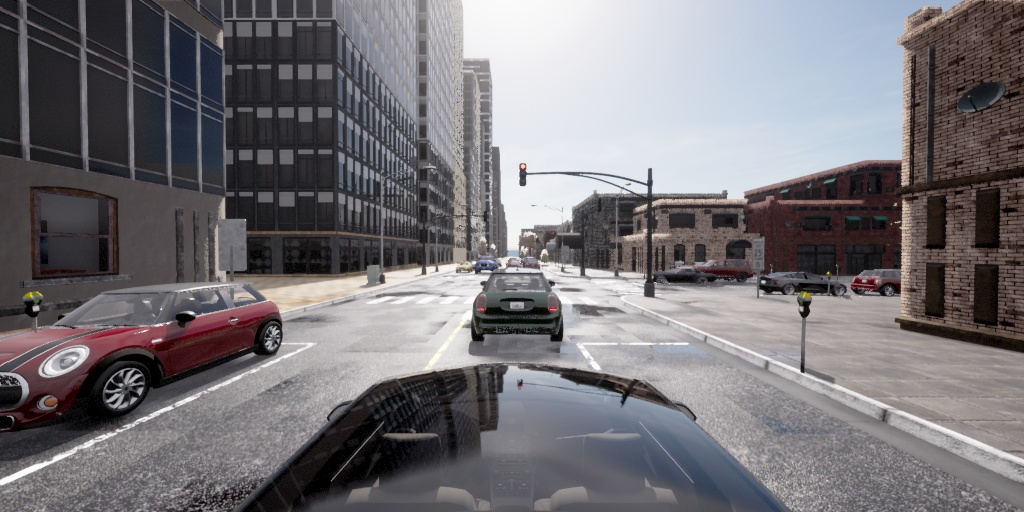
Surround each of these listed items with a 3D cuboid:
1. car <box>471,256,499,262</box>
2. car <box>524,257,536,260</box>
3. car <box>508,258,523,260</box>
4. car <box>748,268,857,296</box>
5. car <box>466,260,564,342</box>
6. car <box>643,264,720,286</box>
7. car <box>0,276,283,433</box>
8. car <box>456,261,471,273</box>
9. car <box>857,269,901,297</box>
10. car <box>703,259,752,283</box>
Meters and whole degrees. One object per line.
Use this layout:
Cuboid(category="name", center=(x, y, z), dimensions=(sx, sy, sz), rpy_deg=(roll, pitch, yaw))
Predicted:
Cuboid(category="car", center=(-2.990, 0.962, 41.540), dimensions=(2.150, 2.045, 5.566), rpy_deg=(0, 0, 1))
Cuboid(category="car", center=(2.808, 1.179, 49.175), dimensions=(1.967, 1.591, 4.097), rpy_deg=(0, 0, 0))
Cuboid(category="car", center=(0.203, 1.265, 42.536), dimensions=(1.812, 1.442, 4.674), rpy_deg=(0, 0, 0))
Cuboid(category="car", center=(16.458, 1.547, 20.480), dimensions=(4.313, 1.339, 1.948), rpy_deg=(0, 0, 1))
Cuboid(category="car", center=(0.155, 1.100, 9.953), dimensions=(2.097, 1.767, 4.553), rpy_deg=(0, 0, 1))
Cuboid(category="car", center=(12.236, 1.449, 26.393), dimensions=(4.718, 1.301, 1.895), rpy_deg=(1, 1, 2))
Cuboid(category="car", center=(-5.682, 1.188, 5.659), dimensions=(1.967, 1.591, 4.097), rpy_deg=(0, 0, 0))
Cuboid(category="car", center=(-5.725, 1.265, 43.437), dimensions=(1.751, 1.417, 4.829), rpy_deg=(0, 0, 0))
Cuboid(category="car", center=(22.005, 1.474, 20.395), dimensions=(4.097, 1.591, 1.967), rpy_deg=(0, 0, 1))
Cuboid(category="car", center=(16.585, 1.165, 28.858), dimensions=(5.009, 1.841, 2.192), rpy_deg=(0, 0, 1))
